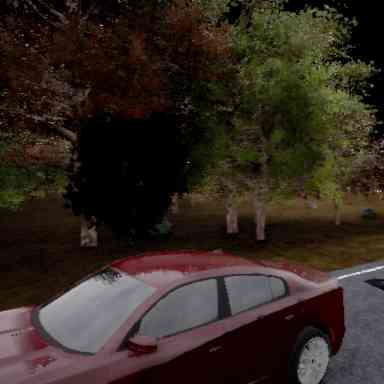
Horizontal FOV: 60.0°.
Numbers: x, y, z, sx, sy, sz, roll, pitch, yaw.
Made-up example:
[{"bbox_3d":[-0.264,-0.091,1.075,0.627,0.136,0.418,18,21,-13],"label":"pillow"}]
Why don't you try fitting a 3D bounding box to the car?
[{"bbox_3d":[-0.348,1.472,3.665,5.008,1.535,1.882,0,0,-35],"label":"car"}]
